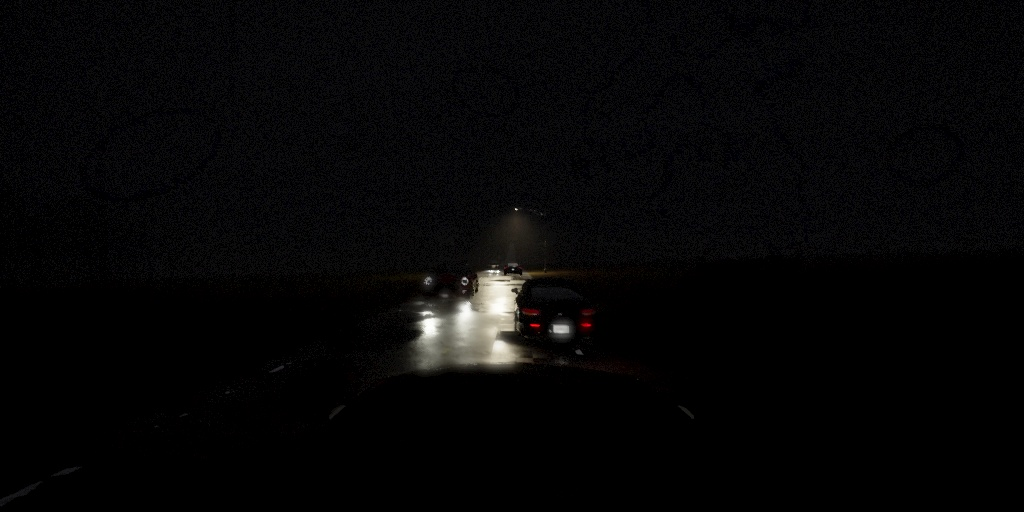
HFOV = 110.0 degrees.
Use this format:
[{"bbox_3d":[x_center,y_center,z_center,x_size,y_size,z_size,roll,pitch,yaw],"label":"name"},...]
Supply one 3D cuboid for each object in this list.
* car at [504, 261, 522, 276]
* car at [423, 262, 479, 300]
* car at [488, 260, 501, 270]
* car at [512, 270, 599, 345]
[{"bbox_3d":[0.121,1.374,38.934,1.994,1.385,4.181,0,0,1],"label":"car"},{"bbox_3d":[-2.830,1.098,17.441,2.097,1.767,4.553,0,0,0],"label":"car"},{"bbox_3d":[-2.686,1.382,54.803,2.128,1.511,4.902,0,0,0],"label":"car"},{"bbox_3d":[0.973,1.272,9.327,1.812,1.442,4.674,0,0,0],"label":"car"}]
